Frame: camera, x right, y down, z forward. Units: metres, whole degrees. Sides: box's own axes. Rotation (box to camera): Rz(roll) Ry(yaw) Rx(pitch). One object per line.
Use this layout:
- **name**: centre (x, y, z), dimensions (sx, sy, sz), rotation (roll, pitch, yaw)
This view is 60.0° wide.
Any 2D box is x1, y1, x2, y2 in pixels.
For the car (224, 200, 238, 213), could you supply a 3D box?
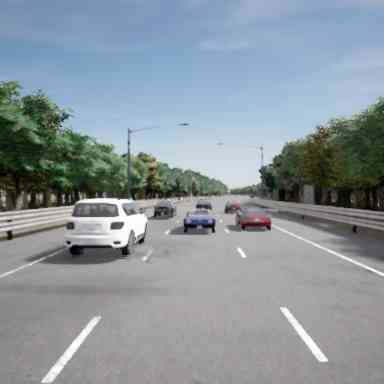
- **car**: centre (5.016, 1.765, 40.976), dimensions (1.812, 1.442, 4.674), rotation (0, 0, 4)

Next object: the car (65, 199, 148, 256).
- **car**: centre (-3.216, 1.287, 13.551), dimensions (2.150, 2.045, 5.566), rotation (0, 0, 1)

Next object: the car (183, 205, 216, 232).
- **car**: centre (0.500, 1.709, 21.003), dimensions (1.895, 1.301, 4.718), rotation (0, 0, 2)

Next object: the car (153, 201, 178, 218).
- **car**: centre (-2.517, 1.675, 32.040), dimensions (1.837, 1.490, 4.892), rotation (0, 0, 3)

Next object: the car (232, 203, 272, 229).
- **car**: centre (4.063, 1.684, 22.479), dimensions (1.994, 1.385, 4.181), rotation (0, 0, 2)

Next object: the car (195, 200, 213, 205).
- **car**: centre (1.399, 1.700, 39.162), dimensions (1.882, 1.535, 5.008), rotation (0, 0, 4)
